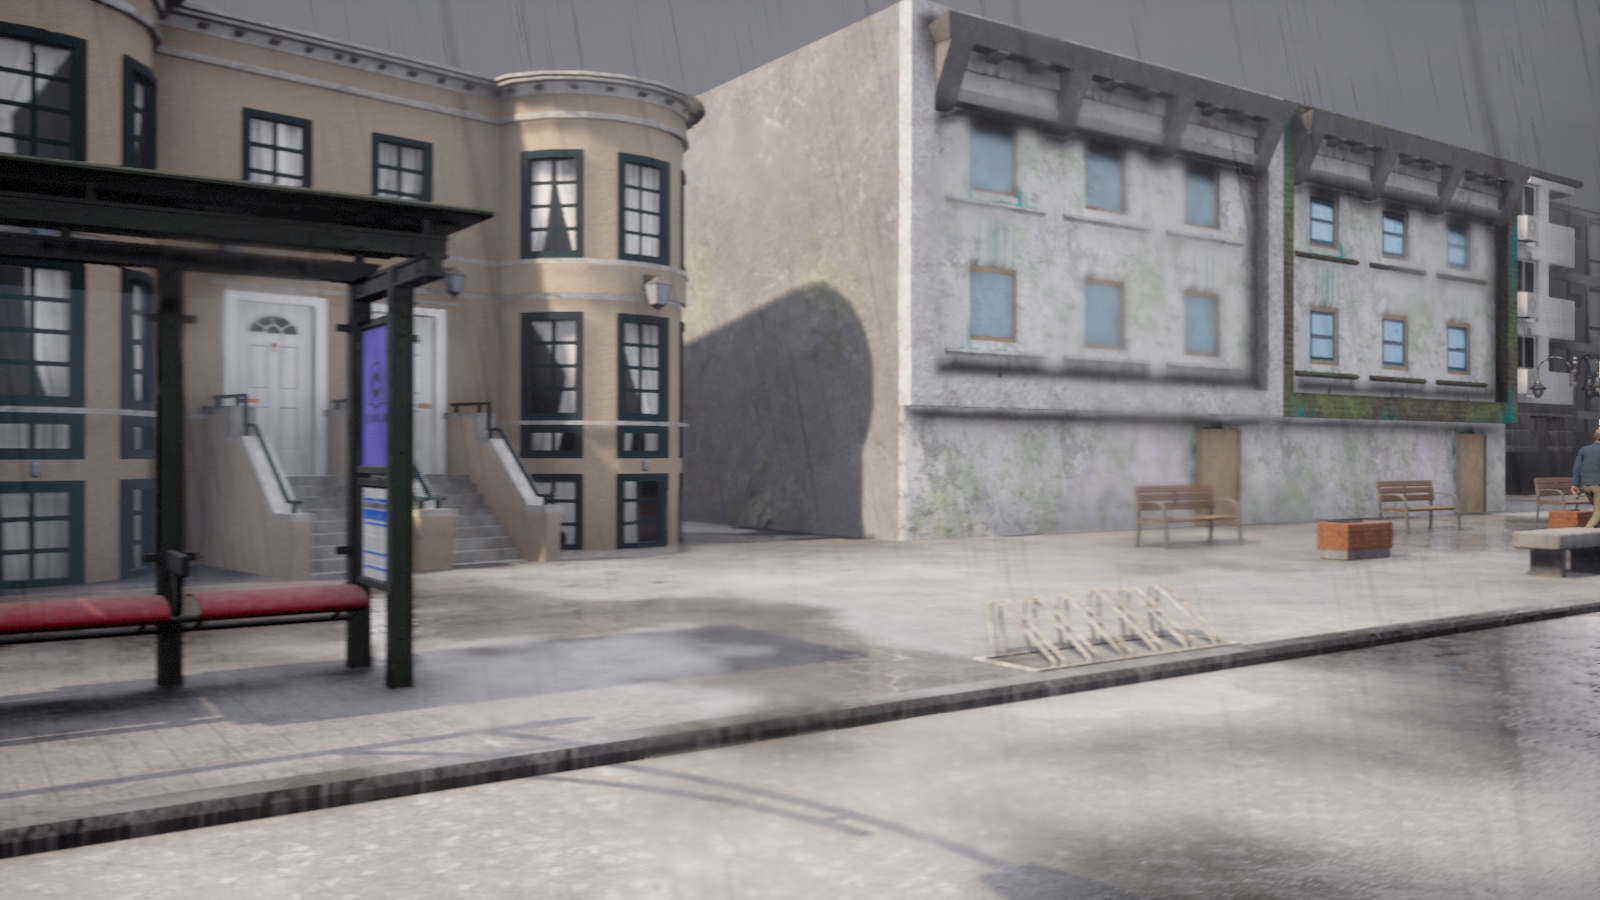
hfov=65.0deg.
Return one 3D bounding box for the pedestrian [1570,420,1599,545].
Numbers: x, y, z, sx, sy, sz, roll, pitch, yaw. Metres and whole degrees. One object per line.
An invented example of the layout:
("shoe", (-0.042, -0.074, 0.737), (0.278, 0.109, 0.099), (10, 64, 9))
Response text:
("pedestrian", (11.908, 0.475, 18.723), (0.726, 1.842, 0.402), (0, 0, -25))
